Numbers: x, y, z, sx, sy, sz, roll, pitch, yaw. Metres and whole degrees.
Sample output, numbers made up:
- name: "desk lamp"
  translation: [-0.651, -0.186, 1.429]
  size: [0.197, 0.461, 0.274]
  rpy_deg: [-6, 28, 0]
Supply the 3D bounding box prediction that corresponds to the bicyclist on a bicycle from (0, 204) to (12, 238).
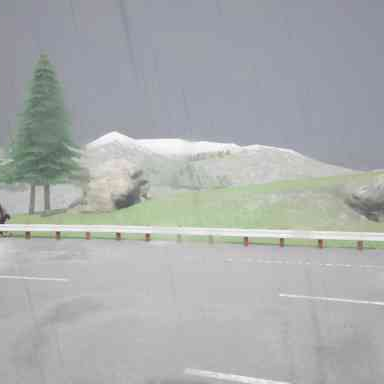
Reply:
- name: "bicyclist on a bicycle"
  translation: [-9.211, 1.437, 16.086]
  size: [0.582, 1.620, 1.656]
  rpy_deg: [0, -5, 5]
